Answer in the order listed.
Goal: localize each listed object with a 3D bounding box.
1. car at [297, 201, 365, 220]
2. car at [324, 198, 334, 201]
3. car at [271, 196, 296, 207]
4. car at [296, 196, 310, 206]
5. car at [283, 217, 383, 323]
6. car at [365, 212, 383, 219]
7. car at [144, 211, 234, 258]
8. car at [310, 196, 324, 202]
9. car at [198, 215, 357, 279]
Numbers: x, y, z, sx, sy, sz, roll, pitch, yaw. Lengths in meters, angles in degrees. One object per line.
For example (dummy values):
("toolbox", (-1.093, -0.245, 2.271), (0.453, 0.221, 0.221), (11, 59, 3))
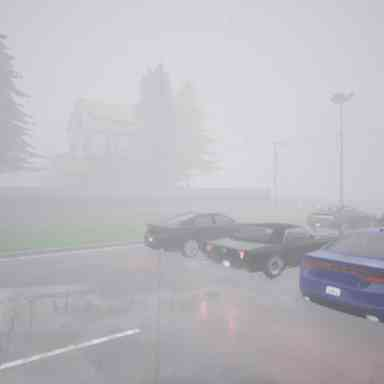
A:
("car", (8.405, 1.464, 18.422), (4.902, 1.511, 2.128), (0, 0, -36))
("car", (20.699, 1.449, 53.763), (1.812, 1.442, 4.674), (0, 0, -36))
("car", (12.006, 1.540, 47.849), (1.895, 1.301, 4.718), (0, 0, -36))
("car", (14.663, 1.424, 50.151), (2.128, 1.511, 4.902), (0, 0, -36))
("car", (4.326, 1.466, 6.880), (5.008, 1.535, 1.882), (0, 0, -35))
("car", (10.357, 1.478, 15.513), (4.892, 1.490, 1.837), (0, 0, -36))
("car", (0.598, 1.465, 12.814), (5.008, 1.535, 1.882), (0, 0, -36))
("car", (17.574, 1.430, 52.103), (1.837, 1.490, 4.892), (0, 1, -36))
("car", (2.705, 1.588, 10.013), (4.718, 1.301, 1.895), (0, 0, -36))
